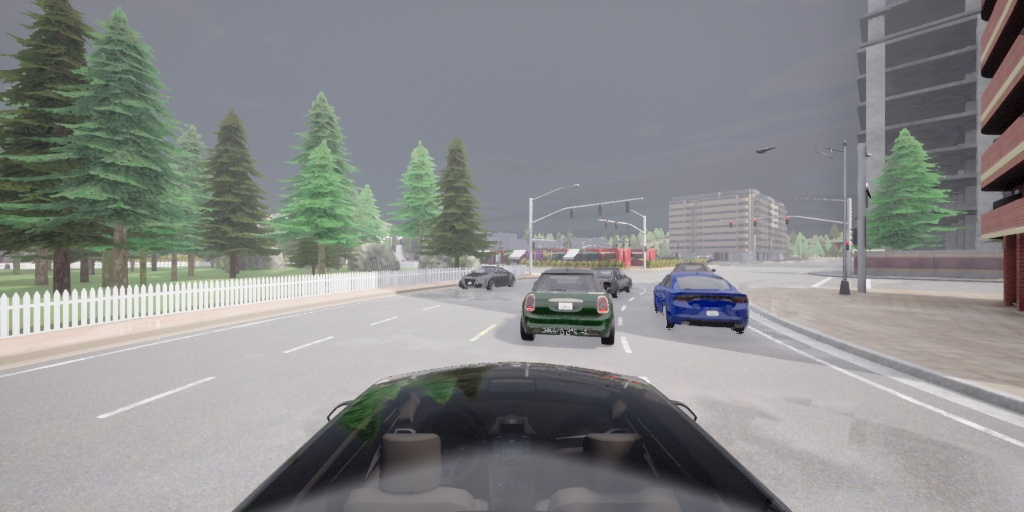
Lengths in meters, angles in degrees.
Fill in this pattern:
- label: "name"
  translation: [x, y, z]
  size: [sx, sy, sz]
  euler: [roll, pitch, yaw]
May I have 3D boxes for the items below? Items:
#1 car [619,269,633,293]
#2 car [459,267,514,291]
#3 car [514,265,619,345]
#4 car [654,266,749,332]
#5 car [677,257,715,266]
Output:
- label: "car"
  translation: [4.864, 1.302, 18.570]
  size: [2.033, 1.411, 5.357]
  euler: [0, 0, 29]
- label: "car"
  translation: [-1.445, 1.346, 22.135]
  size: [1.994, 1.385, 4.181]
  euler: [0, 0, 29]
- label: "car"
  translation: [1.616, 1.104, 9.817]
  size: [2.097, 1.767, 4.553]
  euler: [0, 0, 13]
- label: "car"
  translation: [5.539, 1.231, 11.036]
  size: [1.882, 1.535, 5.008]
  euler: [0, 0, 16]
- label: "car"
  translation: [10.248, 1.109, 20.233]
  size: [2.097, 1.767, 4.553]
  euler: [0, 0, 32]
